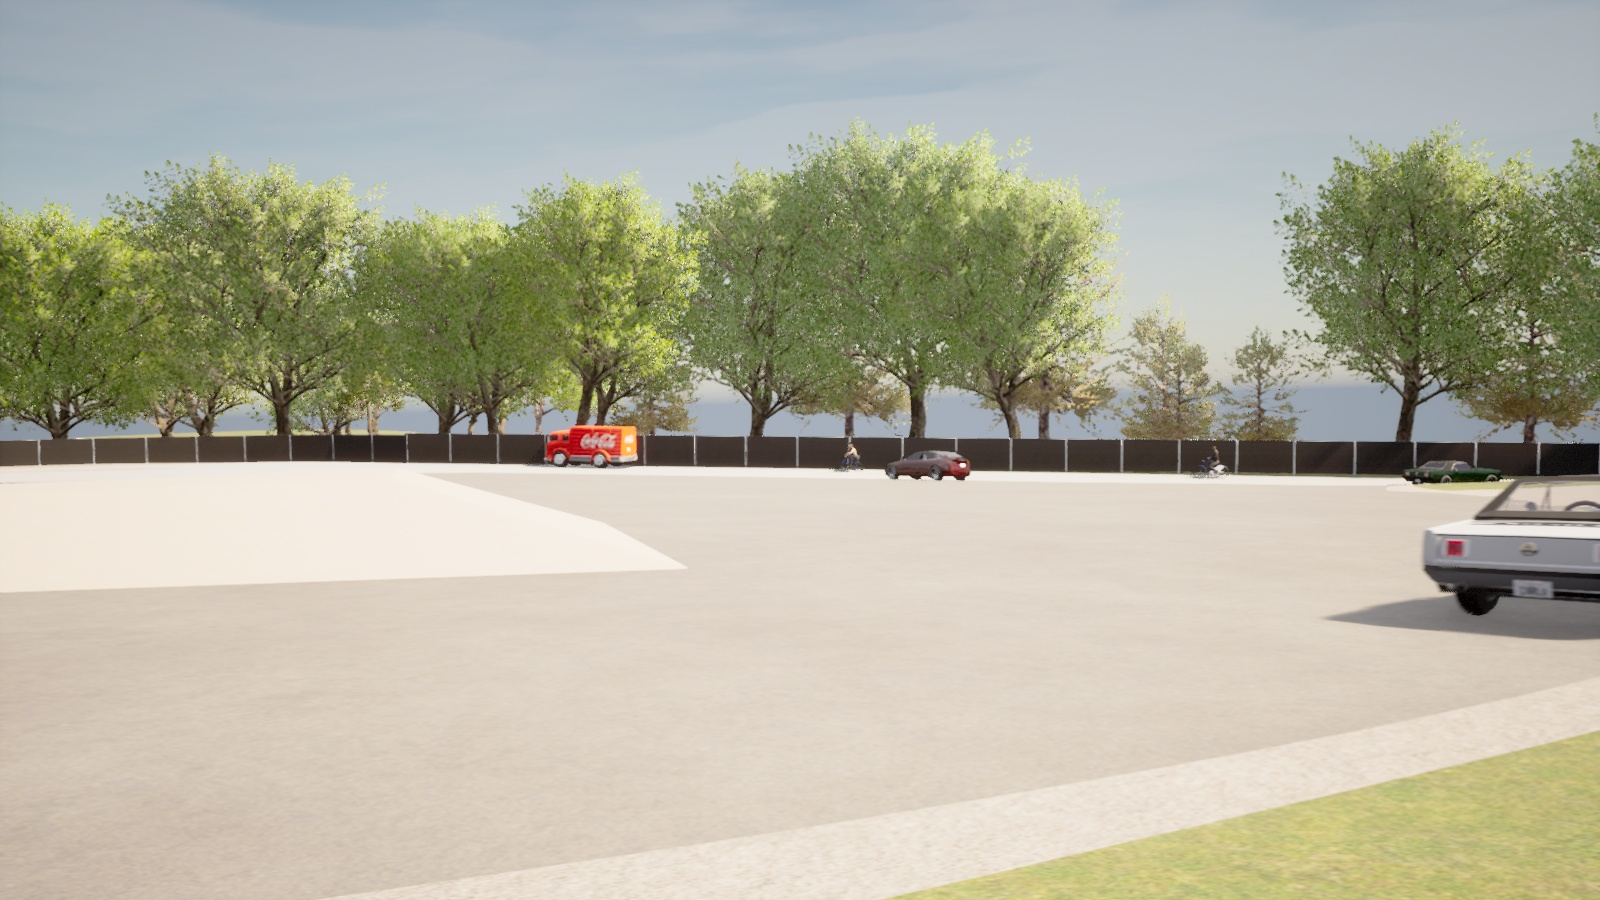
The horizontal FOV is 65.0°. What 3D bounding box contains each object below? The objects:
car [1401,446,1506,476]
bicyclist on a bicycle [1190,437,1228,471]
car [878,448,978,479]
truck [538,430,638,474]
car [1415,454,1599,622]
[{"bbox_3d":[32.509,0.521,62.469,4.718,1.301,1.895,-2,2,-18],"label":"car"},{"bbox_3d":[22.091,0.228,67.807,1.843,1.776,0.659,0,3,7],"label":"bicyclist on a bicycle"},{"bbox_3d":[6.411,0.668,63.261,2.163,1.488,4.792,0,-1,-41],"label":"car"},{"bbox_3d":[-12.661,0.103,75.170,5.204,2.467,2.627,0,2,16],"label":"truck"},{"bbox_3d":[7.983,0.714,12.083,4.718,1.301,1.895,-2,-1,-40],"label":"car"}]
